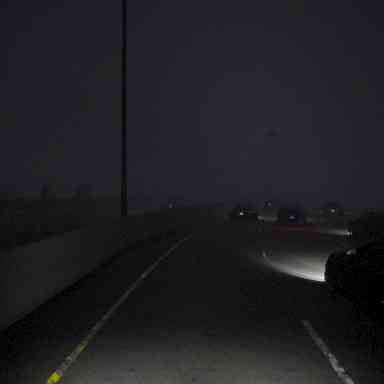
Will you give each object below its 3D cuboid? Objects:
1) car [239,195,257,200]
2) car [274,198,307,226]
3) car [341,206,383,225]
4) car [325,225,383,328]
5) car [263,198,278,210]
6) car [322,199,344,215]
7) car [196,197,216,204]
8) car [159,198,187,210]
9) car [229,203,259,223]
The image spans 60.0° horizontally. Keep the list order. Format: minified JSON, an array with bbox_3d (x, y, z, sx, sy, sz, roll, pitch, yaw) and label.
[{"bbox_3d":[9.097,1.340,54.032,2.097,1.767,4.553,0,0,33],"label":"car"},{"bbox_3d":[7.092,1.478,23.826,1.882,1.535,5.008,0,0,15],"label":"car"},{"bbox_3d":[8.509,1.555,14.666,2.033,1.411,5.357,0,0,10],"label":"car"},{"bbox_3d":[3.973,1.568,6.074,1.994,1.385,4.181,0,0,4],"label":"car"},{"bbox_3d":[10.287,1.501,41.593,2.163,1.488,4.792,0,0,26],"label":"car"},{"bbox_3d":[14.341,1.513,33.829,1.837,1.490,4.892,0,0,23],"label":"car"},{"bbox_3d":[2.398,1.541,56.455,1.994,1.385,4.181,0,0,31],"label":"car"},{"bbox_3d":[-2.181,1.482,40.056,1.837,1.490,4.892,0,0,23],"label":"car"},{"bbox_3d":[4.122,1.558,26.034,1.994,1.385,4.181,0,0,16],"label":"car"}]
